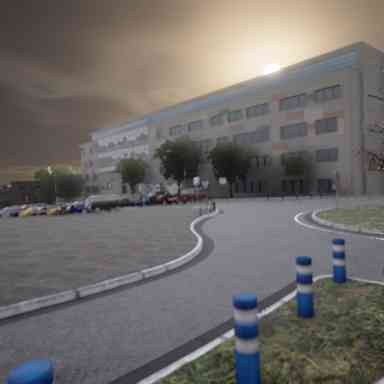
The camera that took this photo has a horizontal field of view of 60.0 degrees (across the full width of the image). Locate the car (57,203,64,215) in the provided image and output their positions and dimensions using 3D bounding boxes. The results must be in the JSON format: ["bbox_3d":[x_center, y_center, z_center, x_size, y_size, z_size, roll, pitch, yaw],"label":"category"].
[{"bbox_3d":[-13.909,1.813,41.563,2.185,1.767,4.553,-6,-1,44],"label":"car"}]

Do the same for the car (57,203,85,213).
[{"bbox_3d":[-25.426,3.288,70.056,2.231,1.521,4.892,-6,-1,44],"label":"car"}]

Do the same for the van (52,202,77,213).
[{"bbox_3d":[-27.523,3.273,71.920,1.878,1.987,4.442,-6,-1,44],"label":"van"}]

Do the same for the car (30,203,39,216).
[{"bbox_3d":[-19.968,2.599,47.474,2.002,1.452,4.674,-6,-1,44],"label":"car"}]

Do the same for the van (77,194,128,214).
[{"bbox_3d":[-10.053,1.344,37.572,1.878,1.987,4.442,-5,0,44],"label":"van"}]

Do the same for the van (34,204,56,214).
[{"bbox_3d":[-35.320,4.074,79.887,1.878,1.987,4.442,-6,-1,44],"label":"van"}]

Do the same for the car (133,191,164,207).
[{"bbox_3d":[-5.572,1.002,50.534,2.435,2.045,5.566,-6,-1,44],"label":"car"}]

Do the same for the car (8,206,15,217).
[{"bbox_3d":[-25.893,2.912,53.212,2.435,2.045,5.566,-6,-1,44],"label":"car"}]

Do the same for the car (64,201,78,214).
[{"bbox_3d":[-11.935,1.741,39.588,2.097,1.535,5.008,-5,0,44],"label":"car"}]

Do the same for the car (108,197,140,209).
[{"bbox_3d":[-11.476,1.890,56.423,2.163,1.488,4.792,-6,-1,44],"label":"car"}]

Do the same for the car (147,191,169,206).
[{"bbox_3d":[-3.581,1.055,48.643,2.097,1.535,5.008,-6,-1,44],"label":"car"}]

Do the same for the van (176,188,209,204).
[{"bbox_3d":[0.490,0.477,44.805,1.878,1.987,4.442,-5,0,44],"label":"van"}]

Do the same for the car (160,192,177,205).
[{"bbox_3d":[-1.538,0.897,46.688,2.163,1.488,4.792,-5,0,44],"label":"car"}]

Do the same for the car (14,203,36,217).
[{"bbox_3d":[-23.823,2.953,51.502,1.946,1.575,5.366,-6,-1,44],"label":"car"}]

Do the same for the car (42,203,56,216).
[{"bbox_3d":[-16.128,2.160,43.444,1.946,1.575,5.366,-6,-1,44],"label":"car"}]

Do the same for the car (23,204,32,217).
[{"bbox_3d":[-21.869,2.794,49.335,2.002,1.452,4.674,-6,-1,44],"label":"car"}]

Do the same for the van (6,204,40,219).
[{"bbox_3d":[-27.941,3.146,55.097,1.878,1.987,4.442,-6,-1,44],"label":"van"}]

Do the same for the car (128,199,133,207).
[{"bbox_3d":[-7.537,1.486,52.481,2.163,1.488,4.792,-6,-1,44],"label":"car"}]

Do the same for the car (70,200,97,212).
[{"bbox_3d":[-21.485,2.757,66.131,2.185,1.767,4.553,-6,-1,44],"label":"car"}]

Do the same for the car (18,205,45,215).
[{"bbox_3d":[-41.356,4.665,85.674,2.435,2.045,5.566,-6,-1,44],"label":"car"}]

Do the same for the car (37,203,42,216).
[{"bbox_3d":[-17.964,2.384,45.546,2.163,1.488,4.792,-6,-1,44],"label":"car"}]
